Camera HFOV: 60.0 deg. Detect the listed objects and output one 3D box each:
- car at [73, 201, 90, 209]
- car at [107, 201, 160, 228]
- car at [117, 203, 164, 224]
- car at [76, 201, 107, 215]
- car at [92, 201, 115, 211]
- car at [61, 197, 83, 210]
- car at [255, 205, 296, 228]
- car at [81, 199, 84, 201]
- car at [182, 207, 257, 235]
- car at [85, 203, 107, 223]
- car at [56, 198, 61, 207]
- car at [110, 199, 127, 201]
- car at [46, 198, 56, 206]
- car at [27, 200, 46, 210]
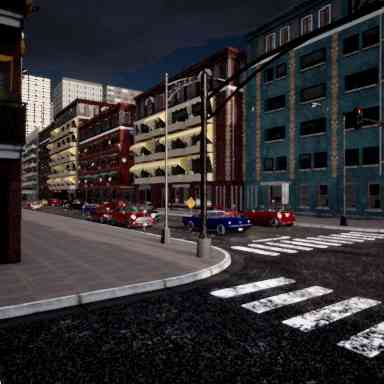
[{"bbox_3d":[-20.045,2.329,60.494,1.802,1.307,4.206,-1,0,-35],"label":"car"},{"bbox_3d":[-4.298,1.696,24.103,1.967,1.590,4.097,-1,0,-35],"label":"car"},{"bbox_3d":[-4.542,1.801,28.786,2.128,1.511,4.902,0,-1,-35],"label":"car"},{"bbox_3d":[-11.811,2.066,39.235,1.895,1.301,4.718,0,-1,-34],"label":"car"},{"bbox_3d":[-13.701,2.162,51.388,2.008,1.369,4.403,-1,0,-35],"label":"car"},{"bbox_3d":[-19.634,1.910,55.433,2.150,2.045,5.566,0,-1,-35],"label":"car"},{"bbox_3d":[5.334,1.642,24.078,1.967,1.590,4.097,-1,0,-35],"label":"car"},{"bbox_3d":[-13.709,2.068,47.008,1.837,1.490,4.892,0,-1,-34],"label":"car"},{"bbox_3d":[1.414,1.782,20.249,1.895,1.301,4.718,0,-1,-35],"label":"car"},{"bbox_3d":[-7.468,1.906,28.655,1.802,1.307,4.206,-1,0,-35],"label":"car"},{"bbox_3d":[-26.389,2.432,69.599,2.008,1.369,4.403,-1,0,-35],"label":"car"},{"bbox_3d":[-10.534,1.859,46.837,2.192,1.841,5.009,-1,0,-35],"label":"car"},{"bbox_3d":[-32.736,2.331,78.705,2.192,1.841,5.009,-1,0,-35],"label":"car"},{"bbox_3d":[-26.501,2.172,55.972,1.967,1.590,4.097,-1,0,-35],"label":"car"}]
